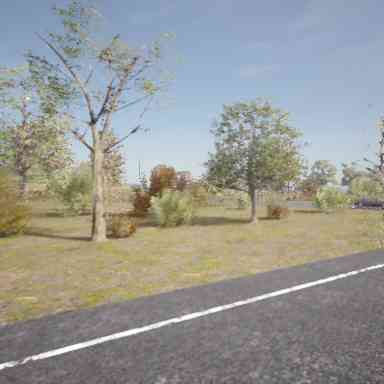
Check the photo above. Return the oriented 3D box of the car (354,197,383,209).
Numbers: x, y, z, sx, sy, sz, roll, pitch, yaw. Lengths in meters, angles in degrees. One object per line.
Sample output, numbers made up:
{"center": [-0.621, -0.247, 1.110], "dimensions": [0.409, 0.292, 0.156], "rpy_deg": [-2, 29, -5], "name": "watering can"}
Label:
{"center": [23.101, 1.399, 42.130], "dimensions": [2.128, 1.511, 4.902], "rpy_deg": [0, 0, -37], "name": "car"}
